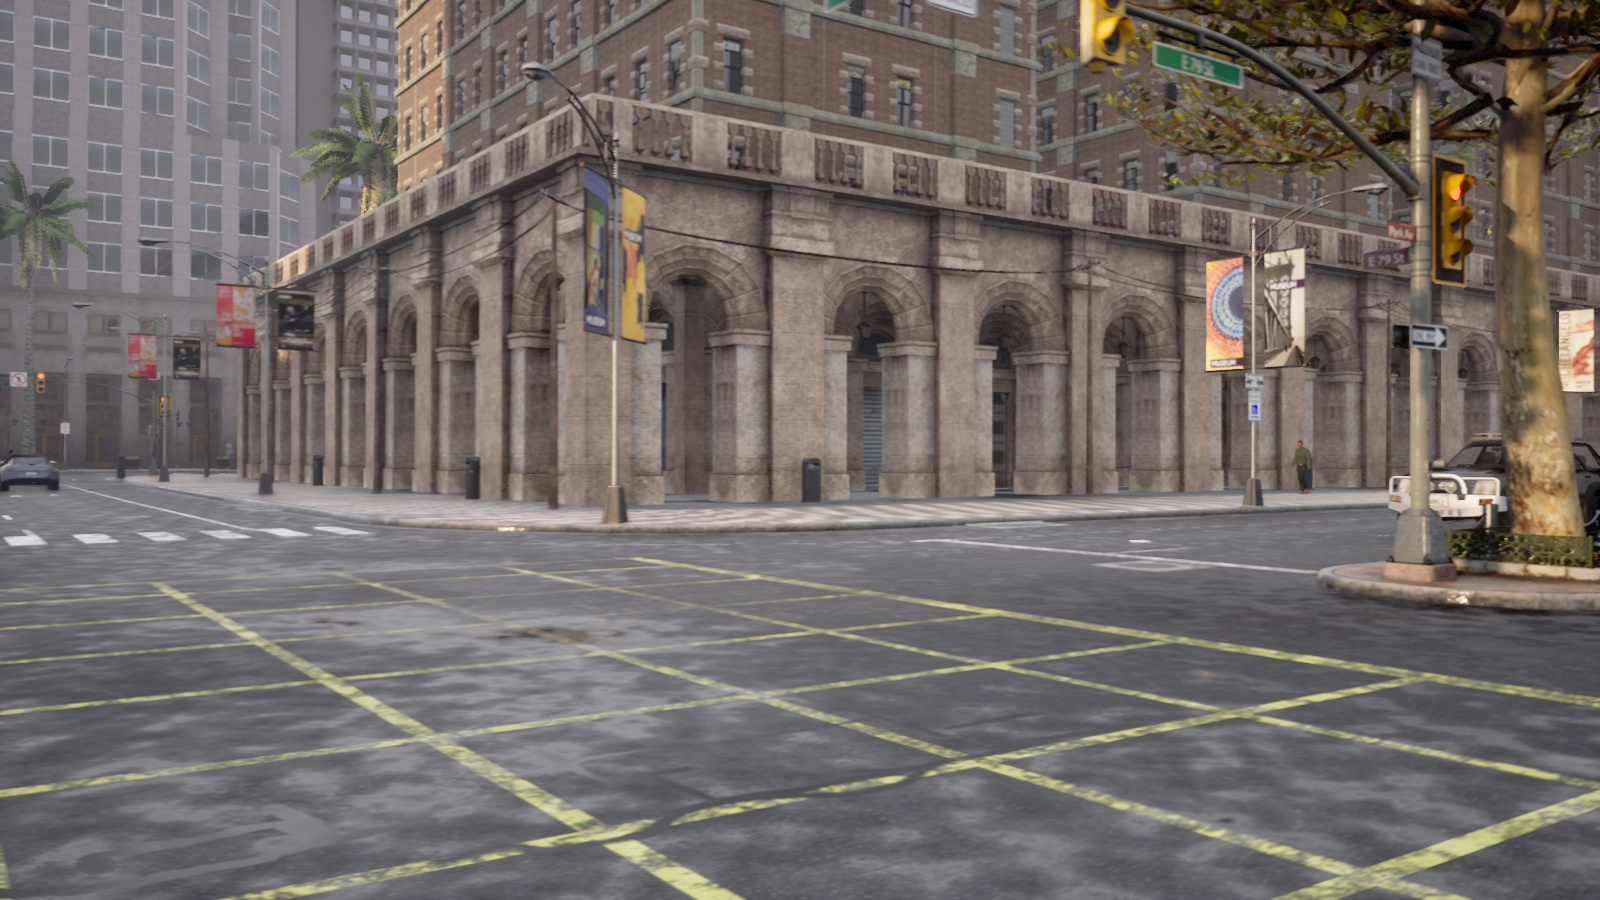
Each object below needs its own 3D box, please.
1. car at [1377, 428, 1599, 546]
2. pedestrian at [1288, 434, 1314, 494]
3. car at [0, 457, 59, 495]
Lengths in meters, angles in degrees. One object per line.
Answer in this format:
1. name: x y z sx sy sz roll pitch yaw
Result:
1. car: 12.289 0.589 21.888 4.605 1.855 1.932 0 0 -34
2. pedestrian: 16.517 0.468 41.413 0.788 1.949 0.423 0 0 -35
3. car: -30.351 0.993 49.212 1.994 1.385 4.181 0 0 -35
